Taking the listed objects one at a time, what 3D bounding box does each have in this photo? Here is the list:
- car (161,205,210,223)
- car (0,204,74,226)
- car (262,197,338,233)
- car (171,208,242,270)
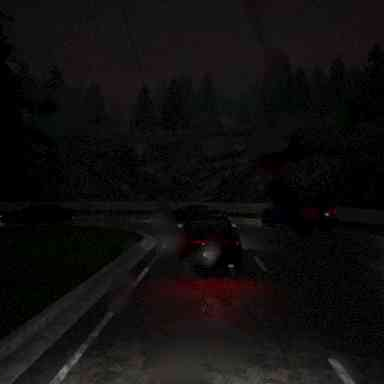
[{"bbox_3d":[0.065,1.686,24.927,5.357,1.411,2.033,0,-1,42],"label":"car"},{"bbox_3d":[-11.202,1.627,24.186,4.892,1.490,1.837,0,-2,-9],"label":"car"},{"bbox_3d":[6.566,1.346,20.921,2.150,2.045,5.566,1,-1,-19],"label":"car"},{"bbox_3d":[0.519,1.542,11.302,1.882,1.535,5.008,0,0,1],"label":"car"}]
